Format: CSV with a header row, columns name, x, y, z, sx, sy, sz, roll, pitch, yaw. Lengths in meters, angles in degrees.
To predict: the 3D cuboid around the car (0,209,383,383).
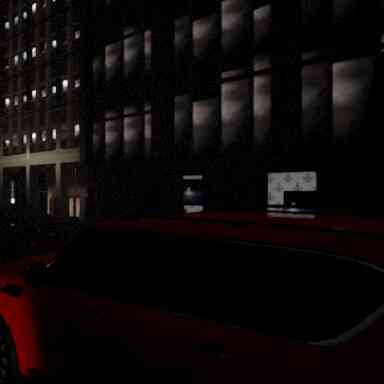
name,x,y,z,sx,sy,sz,roll,pitch,yaw
car,-0.122,1.210,3.465,5.566,2.045,2.150,1,0,35
